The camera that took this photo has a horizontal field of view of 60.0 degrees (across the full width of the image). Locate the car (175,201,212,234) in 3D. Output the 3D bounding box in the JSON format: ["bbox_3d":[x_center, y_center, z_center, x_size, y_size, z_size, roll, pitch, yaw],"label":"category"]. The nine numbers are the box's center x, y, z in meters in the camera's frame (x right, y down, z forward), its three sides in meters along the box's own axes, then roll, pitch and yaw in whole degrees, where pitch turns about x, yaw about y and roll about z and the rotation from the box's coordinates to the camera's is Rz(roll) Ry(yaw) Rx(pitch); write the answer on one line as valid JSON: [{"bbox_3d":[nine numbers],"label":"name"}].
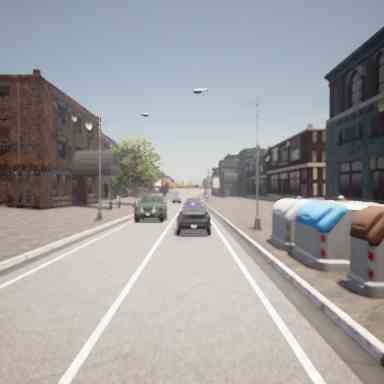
[{"bbox_3d":[0.097,1.493,19.250,1.837,1.490,4.892,0,0,0],"label":"car"}]

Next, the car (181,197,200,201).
[{"bbox_3d":[0.095,1.390,38.362,2.097,1.767,4.553,0,0,0],"label":"car"}]

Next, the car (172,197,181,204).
[{"bbox_3d":[-3.011,1.612,66.890,2.033,1.411,5.357,0,0,0],"label":"car"}]

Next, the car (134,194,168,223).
[{"bbox_3d":[-3.101,1.218,26.043,2.150,2.045,5.566,0,0,0],"label":"car"}]
